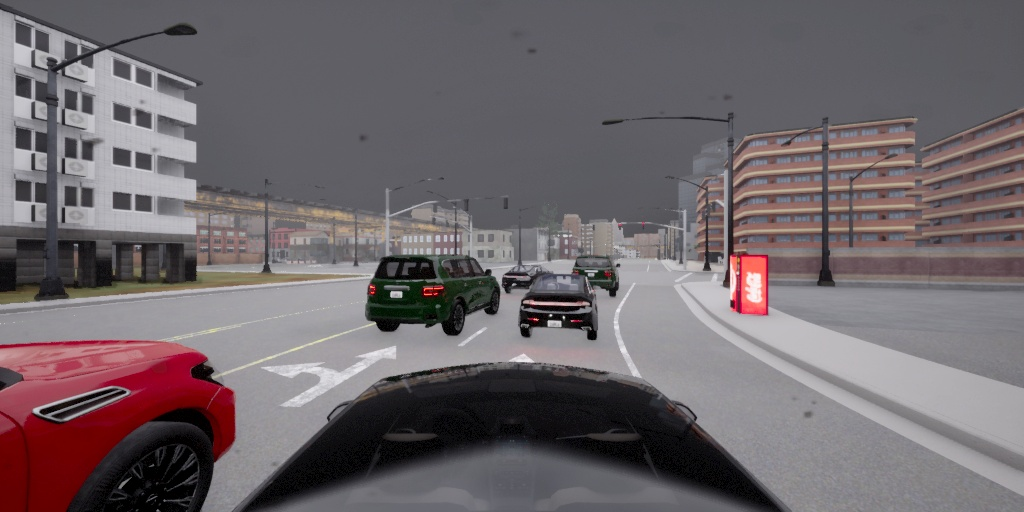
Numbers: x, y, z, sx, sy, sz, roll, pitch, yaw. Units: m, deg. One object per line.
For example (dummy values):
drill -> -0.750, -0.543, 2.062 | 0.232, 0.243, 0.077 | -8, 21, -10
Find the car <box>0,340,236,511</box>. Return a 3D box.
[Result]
car -> -3.264, 0.971, 0.504 | 2.150, 2.045, 5.566 | 0, 0, -2

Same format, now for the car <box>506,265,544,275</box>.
car -> 1.103, 1.242, 20.141 | 2.128, 1.511, 4.902 | 0, 0, 24

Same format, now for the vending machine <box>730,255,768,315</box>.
vending machine -> 7.810, 0.945, 11.819 | 1.100, 2.100, 0.880 | 0, 0, 20

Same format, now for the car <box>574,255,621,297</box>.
car -> 4.552, 0.971, 19.308 | 2.150, 2.045, 5.566 | 0, 0, 19

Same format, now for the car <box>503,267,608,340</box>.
car -> 1.435, 1.242, 10.065 | 2.128, 1.511, 4.902 | 0, 0, 12

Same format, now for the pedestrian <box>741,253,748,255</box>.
pedestrian -> 8.042, 0.795, 12.438 | 0.375, 1.860, 0.375 | 0, 0, 21

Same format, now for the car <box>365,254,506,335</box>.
car -> -1.999, 0.971, 10.775 | 2.150, 2.045, 5.566 | 0, 0, 14
